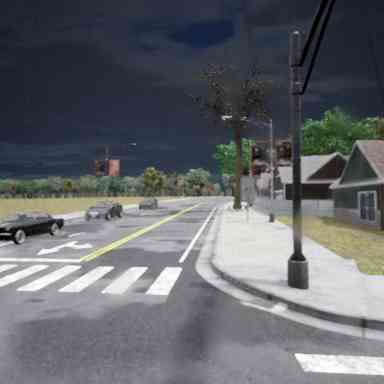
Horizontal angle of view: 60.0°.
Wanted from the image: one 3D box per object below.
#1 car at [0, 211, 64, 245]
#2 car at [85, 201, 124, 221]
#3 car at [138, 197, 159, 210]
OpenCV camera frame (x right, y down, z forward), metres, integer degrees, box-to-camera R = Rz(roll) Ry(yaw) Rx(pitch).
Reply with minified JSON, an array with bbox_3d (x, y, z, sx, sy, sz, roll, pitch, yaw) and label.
[{"bbox_3d":[-8.086,1.625,15.913,1.895,1.301,4.718,0,0,6],"label":"car"},{"bbox_3d":[-6.969,1.489,26.813,2.128,1.511,4.902,0,0,6],"label":"car"},{"bbox_3d":[-5.395,1.474,42.013,1.837,1.490,4.892,0,0,6],"label":"car"}]
